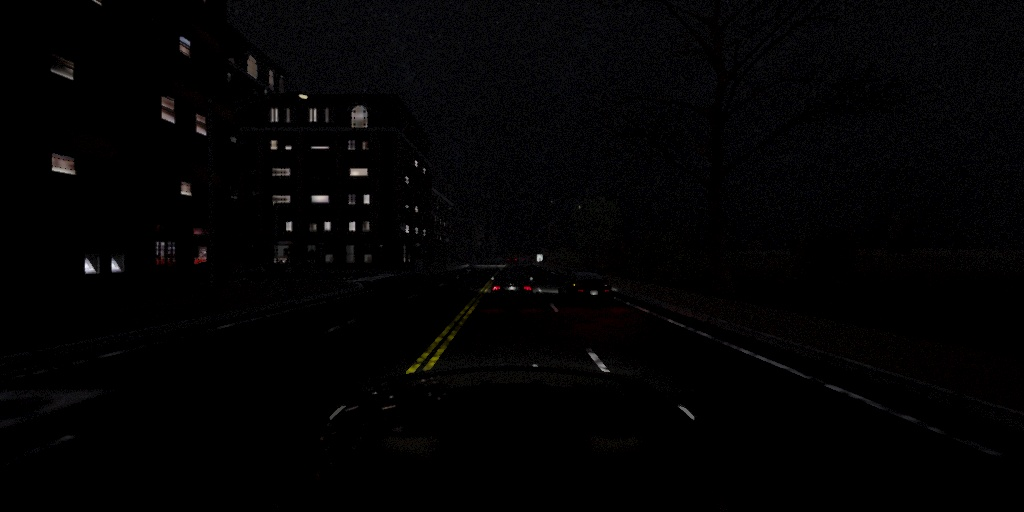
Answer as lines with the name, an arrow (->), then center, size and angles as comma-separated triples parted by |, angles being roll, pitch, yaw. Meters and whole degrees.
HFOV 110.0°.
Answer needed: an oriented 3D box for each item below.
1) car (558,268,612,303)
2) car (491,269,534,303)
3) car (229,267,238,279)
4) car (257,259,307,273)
car -> 3.251, 1.282, 16.501 | 1.812, 1.442, 4.674 | 0, 0, 0
car -> 0.001, 1.313, 16.501 | 2.033, 1.411, 5.357 | 0, 0, 0
car -> -23.310, 1.034, 27.100 | 4.507, 1.381, 1.888 | 0, 0, -1
car -> -22.807, 0.970, 35.531 | 4.403, 1.370, 2.007 | 0, 0, -1
